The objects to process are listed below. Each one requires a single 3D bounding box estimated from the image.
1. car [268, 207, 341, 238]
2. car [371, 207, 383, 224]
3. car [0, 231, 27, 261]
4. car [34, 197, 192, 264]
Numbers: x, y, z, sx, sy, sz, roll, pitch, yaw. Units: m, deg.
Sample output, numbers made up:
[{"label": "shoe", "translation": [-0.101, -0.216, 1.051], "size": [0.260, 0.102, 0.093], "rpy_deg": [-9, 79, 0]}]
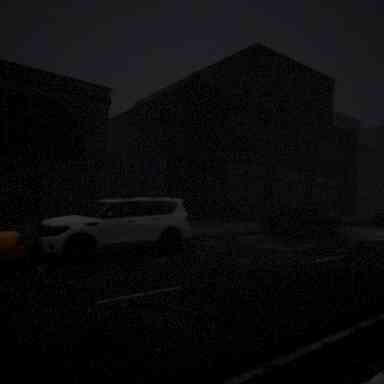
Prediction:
[{"label": "car", "translation": [6.349, 1.590, 18.532], "size": [4.792, 1.488, 2.163], "rpy_deg": [1, 0, -36]}, {"label": "car", "translation": [15.351, 1.660, 25.005], "size": [4.892, 1.521, 2.231], "rpy_deg": [1, 0, -36]}, {"label": "car", "translation": [-7.330, 1.407, 8.686], "size": [5.366, 1.575, 1.946], "rpy_deg": [1, 0, -36]}, {"label": "car", "translation": [-2.612, 1.210, 12.077], "size": [5.566, 2.045, 2.435], "rpy_deg": [1, 0, -36]}]
